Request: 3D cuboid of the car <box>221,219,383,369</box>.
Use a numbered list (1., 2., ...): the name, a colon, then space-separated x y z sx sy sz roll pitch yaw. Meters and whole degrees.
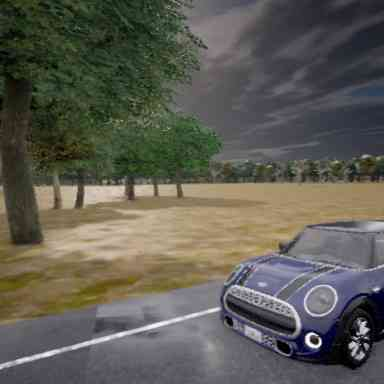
1. car: 2.679 1.332 5.822 4.553 1.767 2.097 0 0 -35
